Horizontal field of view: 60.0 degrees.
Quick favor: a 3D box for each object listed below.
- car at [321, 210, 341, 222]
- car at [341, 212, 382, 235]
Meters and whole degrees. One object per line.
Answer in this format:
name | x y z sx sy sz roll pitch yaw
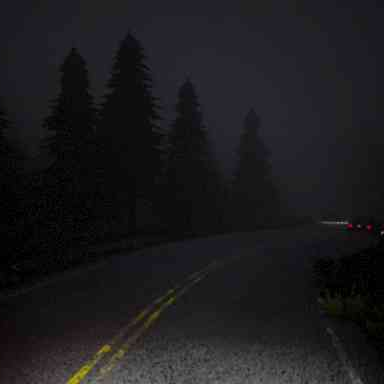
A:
car | 17.536 3.032 41.957 1.994 1.385 4.181 1 -1 16
car | 13.312 2.562 25.551 2.033 1.411 5.357 3 0 36
